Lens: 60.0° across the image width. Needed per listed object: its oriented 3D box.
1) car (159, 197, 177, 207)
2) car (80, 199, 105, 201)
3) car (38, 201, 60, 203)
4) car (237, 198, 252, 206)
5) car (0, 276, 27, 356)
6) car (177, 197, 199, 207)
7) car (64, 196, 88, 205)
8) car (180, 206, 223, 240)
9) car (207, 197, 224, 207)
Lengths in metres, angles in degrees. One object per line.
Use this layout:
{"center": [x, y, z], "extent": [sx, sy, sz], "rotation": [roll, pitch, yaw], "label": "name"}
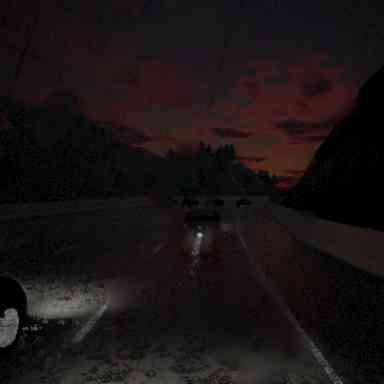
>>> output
{"center": [-3.584, 1.516, 51.862], "extent": [2.128, 1.511, 4.902], "rotation": [0, 0, 16], "label": "car"}
{"center": [-16.752, 1.375, 56.717], "extent": [2.128, 1.511, 4.902], "rotation": [1, 0, 16], "label": "car"}
{"center": [-24.287, 1.395, 55.682], "extent": [1.895, 1.301, 4.718], "rotation": [1, 0, 15], "label": "car"}
{"center": [8.980, 1.736, 57.156], "extent": [1.994, 1.385, 4.181], "rotation": [0, 0, 19], "label": "car"}
{"center": [-3.456, 1.471, 3.119], "extent": [1.837, 1.490, 4.892], "rotation": [0, 0, 1], "label": "car"}
{"center": [-0.221, 1.567, 50.952], "extent": [1.837, 1.490, 4.892], "rotation": [-1, 0, 16], "label": "car"}
{"center": [-20.086, 1.406, 57.793], "extent": [1.994, 1.385, 4.181], "rotation": [1, 0, 16], "label": "car"}
{"center": [0.589, 1.629, 17.130], "extent": [1.895, 1.301, 4.718], "rotation": [1, 0, 6], "label": "car"}
{"center": [3.746, 1.613, 52.124], "extent": [1.837, 1.490, 4.892], "rotation": [-1, 0, 17], "label": "car"}
